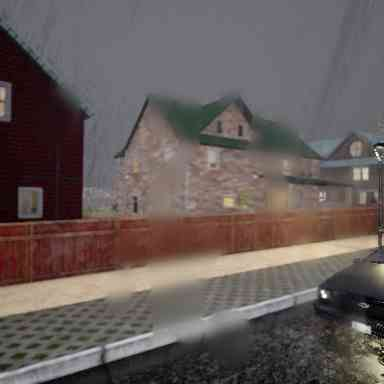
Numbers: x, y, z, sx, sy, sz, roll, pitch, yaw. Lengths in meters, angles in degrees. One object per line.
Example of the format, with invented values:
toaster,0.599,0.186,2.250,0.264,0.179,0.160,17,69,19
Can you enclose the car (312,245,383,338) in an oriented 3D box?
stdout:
car,4.614,1.580,6.356,5.357,1.411,2.033,0,0,-36
